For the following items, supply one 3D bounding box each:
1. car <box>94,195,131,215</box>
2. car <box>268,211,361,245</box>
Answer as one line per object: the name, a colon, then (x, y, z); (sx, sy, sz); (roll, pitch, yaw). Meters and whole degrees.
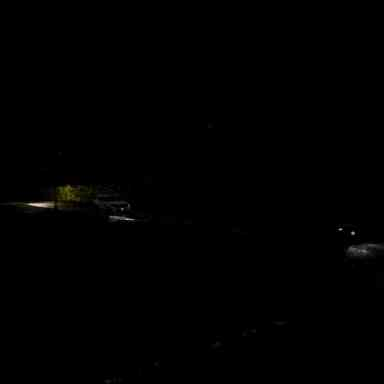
car: (-8.400, 1.312, 34.726); (2.150, 2.045, 5.566); (-1, 1, -36)
car: (5.708, 1.595, 15.915); (1.994, 1.385, 4.181); (-1, 0, -38)
